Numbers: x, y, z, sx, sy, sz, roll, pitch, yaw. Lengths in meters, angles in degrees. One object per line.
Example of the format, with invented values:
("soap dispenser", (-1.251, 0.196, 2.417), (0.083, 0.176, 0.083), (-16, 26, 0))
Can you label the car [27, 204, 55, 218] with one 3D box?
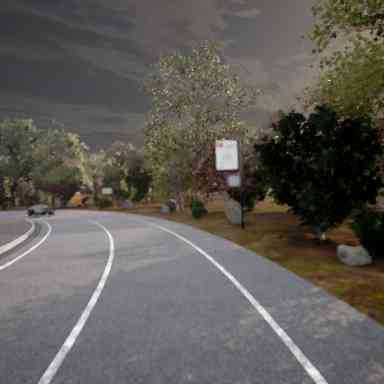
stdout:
("car", (-17.204, 2.111, 37.625), (2.033, 1.411, 5.357), (-4, 1, -39))

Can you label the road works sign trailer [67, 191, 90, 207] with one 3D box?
("road works sign trailer", (-18.142, 1.517, 54.885), (2.880, 2.380, 3.560), (40, 5, 4))
